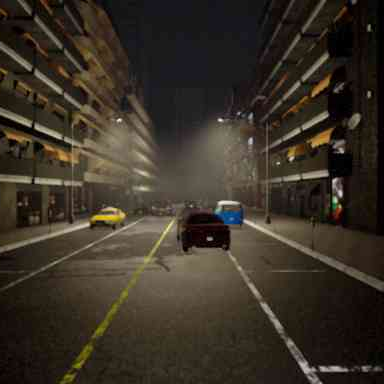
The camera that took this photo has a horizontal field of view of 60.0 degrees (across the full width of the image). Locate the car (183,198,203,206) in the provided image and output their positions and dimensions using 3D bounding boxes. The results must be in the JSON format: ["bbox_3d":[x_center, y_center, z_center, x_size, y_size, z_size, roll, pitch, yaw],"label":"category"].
[{"bbox_3d":[-0.087,1.748,41.124,2.097,1.767,4.553,0,-1,0],"label":"car"}]

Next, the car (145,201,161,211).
[{"bbox_3d":[-5.931,2.041,51.023,1.887,1.381,4.507,-1,-1,0],"label":"car"}]

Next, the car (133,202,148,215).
[{"bbox_3d":[-5.879,1.954,39.976,1.947,1.339,4.313,-1,-1,0],"label":"car"}]

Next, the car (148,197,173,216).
[{"bbox_3d":[-3.261,1.706,36.598,2.097,1.767,4.553,0,-1,0],"label":"car"}]

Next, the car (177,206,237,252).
[{"bbox_3d":[0.396,1.619,14.825,1.882,1.535,5.008,0,0,-6],"label":"car"}]

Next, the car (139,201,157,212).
[{"bbox_3d":[-5.905,1.987,45.500,1.887,1.381,4.507,-1,-1,0],"label":"car"}]

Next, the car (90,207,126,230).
[{"bbox_3d":[-5.801,1.751,23.237,1.752,1.417,4.829,-1,-1,0],"label":"car"}]

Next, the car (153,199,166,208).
[{"bbox_3d":[-5.984,2.046,62.070,1.967,1.590,4.097,-1,-1,0],"label":"car"}]

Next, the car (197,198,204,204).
[{"bbox_3d":[2.268,2.426,89.710,1.887,1.381,4.507,-1,-1,0],"label":"car"}]

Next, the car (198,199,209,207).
[{"bbox_3d":[2.372,2.209,67.618,2.008,1.369,4.403,-1,-1,0],"label":"car"}]

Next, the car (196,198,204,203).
[{"bbox_3d":[2.242,2.489,95.233,2.008,1.369,4.403,-1,-1,0],"label":"car"}]

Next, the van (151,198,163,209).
[{"bbox_3d":[-5.959,1.892,56.548,1.690,1.788,3.998,-1,-1,0],"label":"van"}]

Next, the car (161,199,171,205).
[{"bbox_3d":[-6.061,2.338,78.639,1.947,1.339,4.313,-1,-1,0],"label":"car"}]

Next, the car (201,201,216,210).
[{"bbox_3d":[2.450,2.044,51.049,2.008,1.369,4.403,-1,-1,0],"label":"car"}]

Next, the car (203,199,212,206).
[{"bbox_3d":[2.476,1.990,45.526,2.008,1.369,4.403,-1,-1,0],"label":"car"}]

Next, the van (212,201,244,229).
[{"bbox_3d":[2.577,1.565,23.436,1.690,1.788,3.998,-1,-1,0],"label":"van"}]

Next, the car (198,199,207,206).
[{"bbox_3d":[2.345,2.241,73.312,1.752,1.417,4.829,-1,-1,0],"label":"car"}]

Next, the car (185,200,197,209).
[{"bbox_3d":[-0.168,2.134,58.691,1.994,1.385,4.181,0,0,0],"label":"car"}]

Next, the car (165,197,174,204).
[{"bbox_3d":[-6.115,2.200,89.686,2.192,1.841,5.009,-1,-1,0],"label":"car"}]
